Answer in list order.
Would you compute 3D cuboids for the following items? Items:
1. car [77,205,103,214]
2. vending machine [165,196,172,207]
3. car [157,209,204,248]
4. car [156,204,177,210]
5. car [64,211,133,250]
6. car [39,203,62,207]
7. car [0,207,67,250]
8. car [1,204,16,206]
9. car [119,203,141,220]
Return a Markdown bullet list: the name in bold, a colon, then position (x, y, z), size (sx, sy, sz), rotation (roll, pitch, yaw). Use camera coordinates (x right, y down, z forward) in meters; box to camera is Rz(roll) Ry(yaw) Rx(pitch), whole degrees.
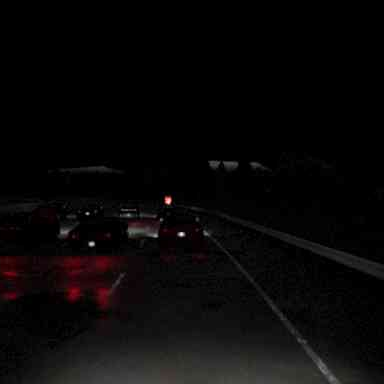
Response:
- **car**: position (-9.287, 1.856, 30.611), size (1.994, 1.385, 4.181), rotation (0, -1, -8)
- **vending machine**: position (-4.567, 1.802, 63.975), size (1.100, 2.100, 0.880), rotation (0, -1, -17)
- **car**: position (-0.570, 1.713, 15.555), size (1.994, 1.385, 4.181), rotation (0, 0, -4)
- **car**: position (-2.375, 1.827, 31.723), size (1.812, 1.442, 4.674), rotation (0, 0, -8)
- **car**: position (-4.047, 1.746, 15.120), size (1.895, 1.301, 4.718), rotation (0, -1, -4)
- **car**: position (-12.777, 1.768, 30.290), size (1.882, 1.535, 5.008), rotation (0, 0, -8)
- **car**: position (-7.551, 1.637, 15.052), size (2.128, 1.511, 4.902), rotation (0, 0, -4)
- **car**: position (-27.751, 1.837, 50.681), size (2.097, 1.767, 4.553), rotation (0, -1, -15)
- **car**: position (-5.824, 1.789, 31.122), size (2.128, 1.511, 4.902), rotation (0, 0, -8)
